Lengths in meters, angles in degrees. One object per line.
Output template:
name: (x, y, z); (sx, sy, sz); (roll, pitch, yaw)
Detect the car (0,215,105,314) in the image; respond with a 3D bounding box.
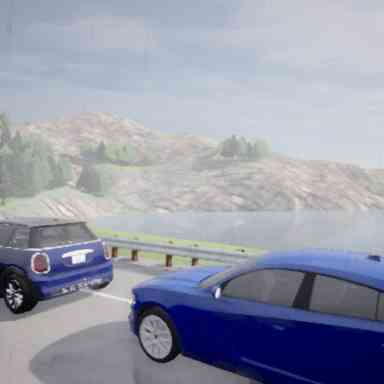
car: (-4.056, 1.371, 7.849); (4.553, 1.767, 2.097); (0, 0, 33)

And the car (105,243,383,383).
car: (1.358, 1.473, 4.197); (5.008, 1.535, 1.882); (0, 0, 35)
